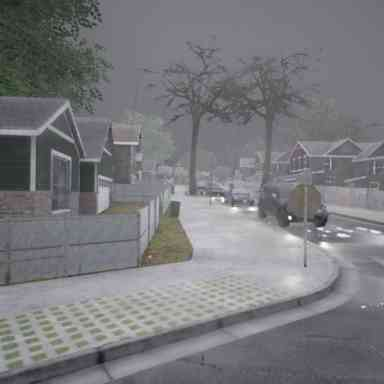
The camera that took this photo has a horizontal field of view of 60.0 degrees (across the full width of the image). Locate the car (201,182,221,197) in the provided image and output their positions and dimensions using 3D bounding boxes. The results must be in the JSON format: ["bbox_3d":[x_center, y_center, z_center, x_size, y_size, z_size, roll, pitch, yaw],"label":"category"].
[{"bbox_3d":[2.830,-0.167,41.438,2.033,1.411,5.357,1,3,-6],"label":"car"}]

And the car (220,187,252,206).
[{"bbox_3d":[4.068,0.399,29.214,1.812,1.442,4.674,1,3,-6],"label":"car"}]

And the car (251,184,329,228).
[{"bbox_3d":[5.218,0.627,18.017,2.150,2.045,5.566,1,3,-6],"label":"car"}]

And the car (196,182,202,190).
[{"bbox_3d":[1.355,-0.945,56.674,1.882,1.535,5.008,1,2,-5],"label":"car"}]
